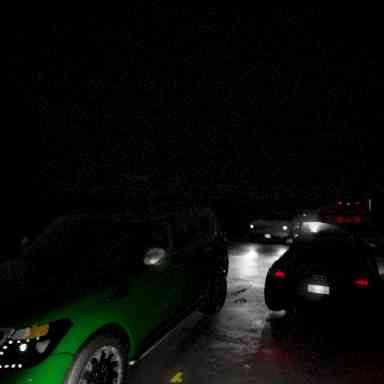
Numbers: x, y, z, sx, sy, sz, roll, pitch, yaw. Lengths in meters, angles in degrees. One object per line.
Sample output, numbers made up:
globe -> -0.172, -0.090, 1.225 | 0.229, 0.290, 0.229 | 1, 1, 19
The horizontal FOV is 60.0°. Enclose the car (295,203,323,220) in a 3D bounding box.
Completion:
car -> 9.414, 1.582, 26.968 | 1.994, 1.385, 4.181 | 0, 0, 26

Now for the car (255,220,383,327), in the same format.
car -> 2.951, 1.563, 7.254 | 1.994, 1.385, 4.181 | 0, 0, 26

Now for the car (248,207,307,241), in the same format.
car -> 4.254, 1.610, 16.421 | 1.895, 1.301, 4.718 | 0, 0, 26

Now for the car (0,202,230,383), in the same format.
car -> -1.101, 1.227, 5.184 | 2.150, 2.045, 5.566 | 0, 0, 24

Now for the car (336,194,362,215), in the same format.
car -> 16.067, 1.241, 34.028 | 2.150, 2.045, 5.566 | 0, 0, 26

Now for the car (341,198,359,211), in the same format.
car -> 20.731, 1.578, 43.684 | 2.033, 1.411, 5.357 | 0, 0, 26
